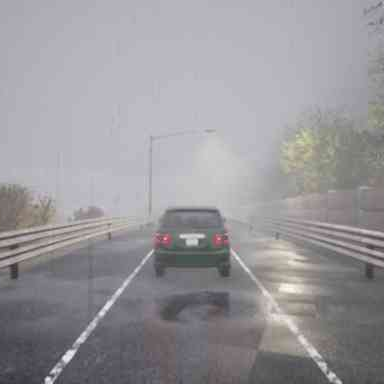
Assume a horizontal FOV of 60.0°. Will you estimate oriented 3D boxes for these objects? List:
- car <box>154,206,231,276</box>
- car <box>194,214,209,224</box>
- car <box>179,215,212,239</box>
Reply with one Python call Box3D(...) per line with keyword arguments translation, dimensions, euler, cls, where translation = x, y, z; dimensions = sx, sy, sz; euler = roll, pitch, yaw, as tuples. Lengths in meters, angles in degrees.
Box3D(translation=(0.015, 1.472, 11.244), dimensions=(2.150, 2.045, 5.566), euler=(0, -2, 0), cls="car")
Box3D(translation=(1.423, 3.718, 46.230), dimensions=(1.895, 1.301, 4.718), euler=(0, -3, 4), cls="car")
Box3D(translation=(0.284, 2.288, 22.312), dimensions=(1.994, 1.385, 4.181), euler=(0, -3, 1), cls="car")
